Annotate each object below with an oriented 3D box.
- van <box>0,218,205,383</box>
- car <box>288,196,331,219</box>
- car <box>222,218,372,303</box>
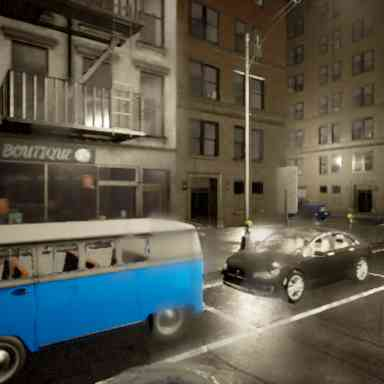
[{"bbox_3d":[-1.703,1.343,4.978,3.998,1.788,1.690,0,0,-35],"label":"van"},{"bbox_3d":[9.026,1.358,28.604,2.150,2.045,5.566,0,0,-35],"label":"car"},{"bbox_3d":[2.699,1.563,8.115,4.403,1.369,2.008,0,0,-35],"label":"car"}]
